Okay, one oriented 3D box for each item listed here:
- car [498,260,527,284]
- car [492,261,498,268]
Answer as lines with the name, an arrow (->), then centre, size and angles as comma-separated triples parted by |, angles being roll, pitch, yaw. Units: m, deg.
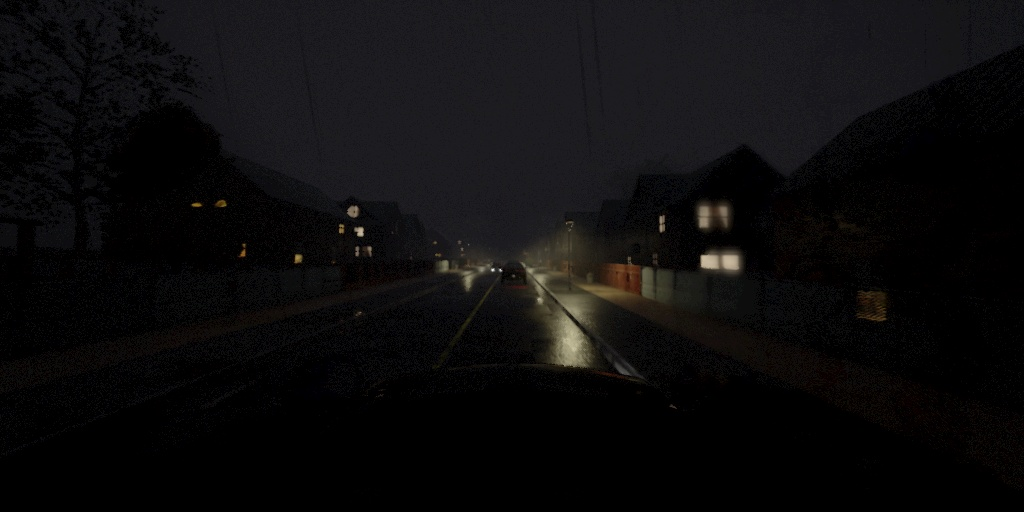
car -> 0.137, 1.260, 27.805 | 1.882, 1.535, 5.008 | 0, 0, 0
car -> -2.575, 1.499, 63.814 | 1.895, 1.301, 4.718 | 0, 0, 1
